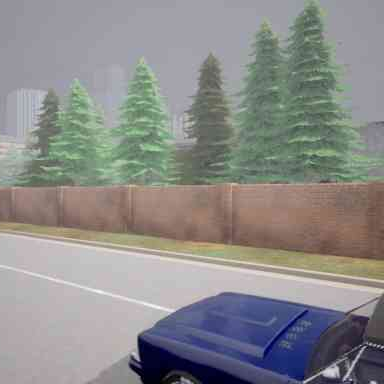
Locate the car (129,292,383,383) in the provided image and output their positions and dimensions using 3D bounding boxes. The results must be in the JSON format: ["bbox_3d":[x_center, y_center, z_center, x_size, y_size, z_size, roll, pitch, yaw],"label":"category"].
[{"bbox_3d":[1.704,1.601,2.779,4.718,1.301,1.895,0,0,35],"label":"car"}]
